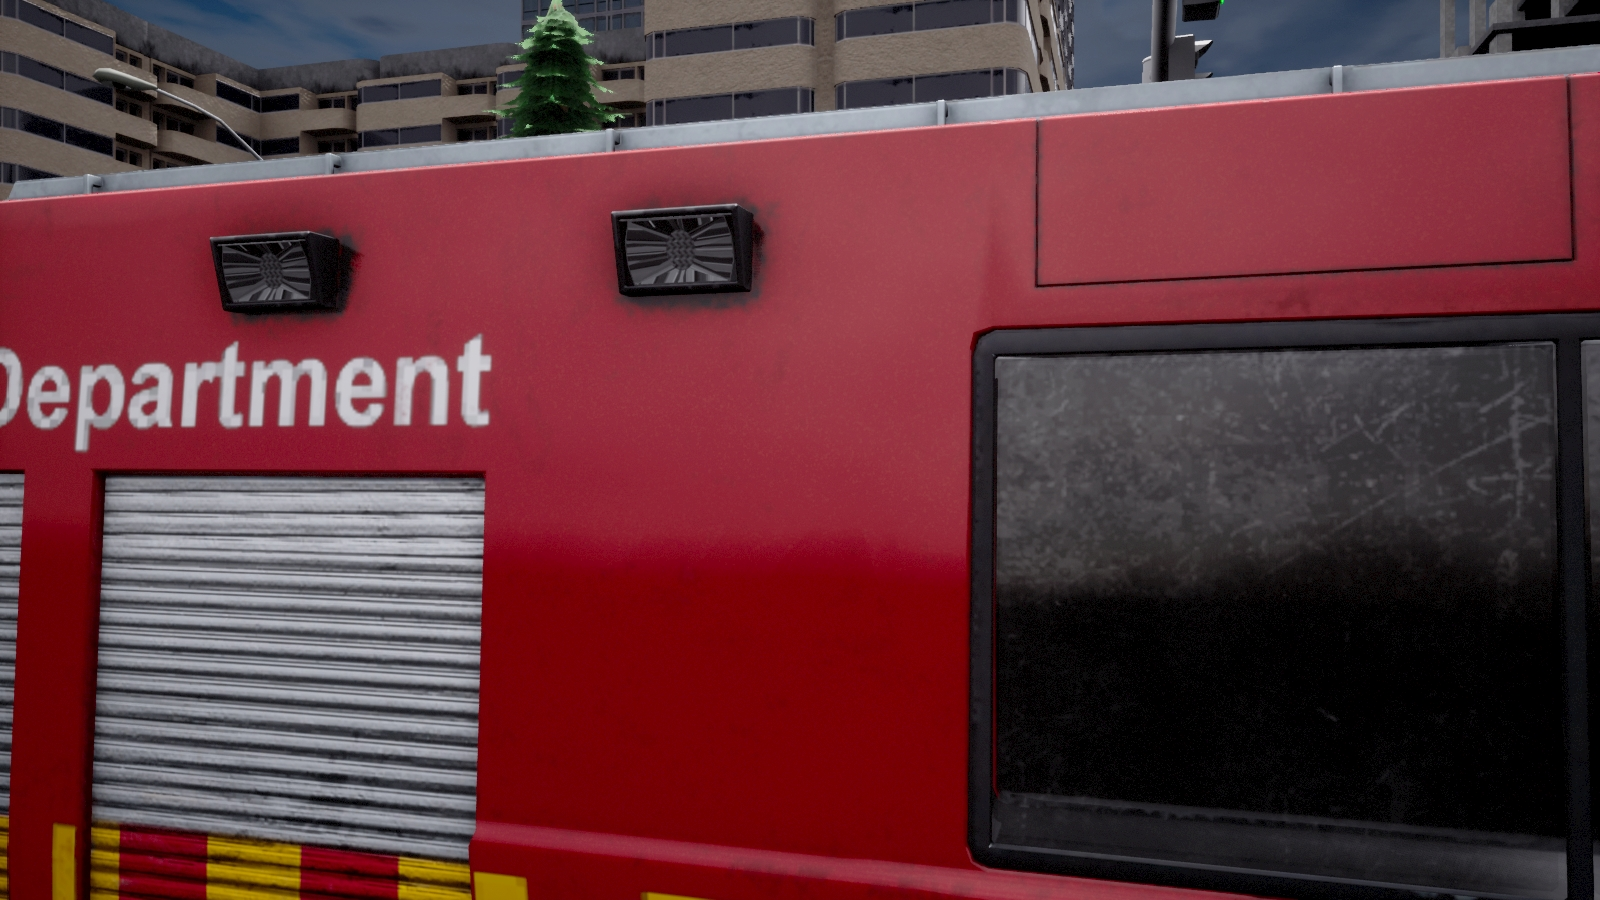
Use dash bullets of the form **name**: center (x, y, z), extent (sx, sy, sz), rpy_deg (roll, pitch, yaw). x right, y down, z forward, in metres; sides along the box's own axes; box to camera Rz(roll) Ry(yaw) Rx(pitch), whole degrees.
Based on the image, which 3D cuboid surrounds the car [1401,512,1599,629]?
- **car**: center (12.484, 2.037, 20.491), extent (2.038, 1.542, 4.974), rpy_deg (0, 0, 16)
